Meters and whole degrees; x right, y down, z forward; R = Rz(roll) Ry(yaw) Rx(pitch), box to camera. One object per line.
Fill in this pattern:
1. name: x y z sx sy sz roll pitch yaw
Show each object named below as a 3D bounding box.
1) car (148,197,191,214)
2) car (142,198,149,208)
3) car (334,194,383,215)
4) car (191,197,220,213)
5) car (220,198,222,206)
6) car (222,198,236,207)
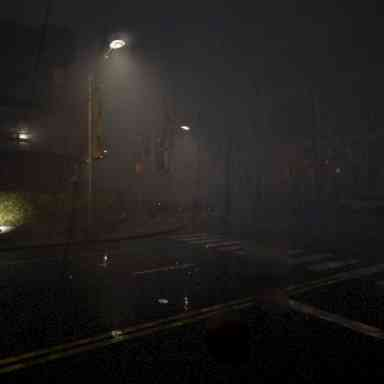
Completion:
1. car: -2.415 1.521 34.972 1.812 1.442 4.674 0 0 -35
2. car: -5.130 1.486 45.096 2.128 1.511 4.902 0 0 -34
3. car: 17.603 1.212 33.995 5.566 2.045 2.150 0 1 32
4. car: 0.670 1.558 36.667 1.994 1.385 4.181 0 0 -35
5. car: 1.744 1.470 49.483 1.882 1.535 5.008 0 0 -35
6. car: 4.791 1.555 51.236 1.994 1.385 4.181 0 0 -35
